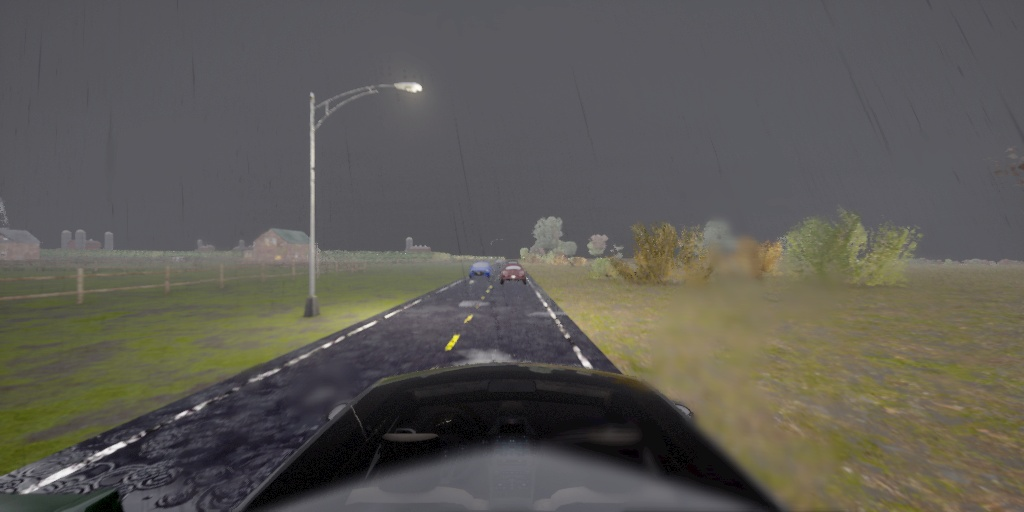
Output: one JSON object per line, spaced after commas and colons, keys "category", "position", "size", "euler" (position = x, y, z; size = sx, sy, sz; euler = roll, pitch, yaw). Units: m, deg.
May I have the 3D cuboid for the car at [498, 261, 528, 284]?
{"category": "car", "position": [0.100, 1.292, 27.242], "size": [1.812, 1.442, 4.674], "euler": [0, 0, 0]}

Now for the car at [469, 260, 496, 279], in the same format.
{"category": "car", "position": [-2.848, 1.260, 33.467], "size": [1.882, 1.535, 5.008], "euler": [0, 0, 0]}
